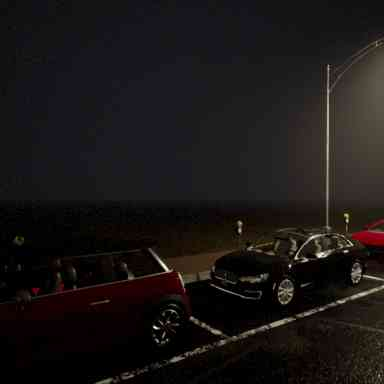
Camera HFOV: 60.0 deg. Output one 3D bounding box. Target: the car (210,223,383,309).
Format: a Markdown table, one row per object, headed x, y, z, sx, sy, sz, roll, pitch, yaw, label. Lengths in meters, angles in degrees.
| x | y | z | sx | sy | sz | roll | pitch | yaw | label |
| --- | --- | --- | --- | --- | --- | --- | --- | --- | --- |
| 2.412 | 1.552 | 7.808 | 4.403 | 1.369 | 2.008 | 0 | 1 | -35 | car |

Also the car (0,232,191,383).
| x | y | z | sx | sy | sz | roll | pitch | yaw | label |
| --- | --- | --- | --- | --- | --- | --- | --- | --- | --- |
| -2.094 | 1.440 | 4.593 | 4.097 | 1.590 | 1.967 | 0 | 1 | -35 | car |

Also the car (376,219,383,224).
| x | y | z | sx | sy | sz | roll | pitch | yaw | label |
| --- | --- | --- | --- | --- | --- | --- | --- | --- | --- |
| 6.920 | 1.548 | 11.023 | 4.507 | 1.381 | 1.887 | 0 | 1 | -35 | car |
